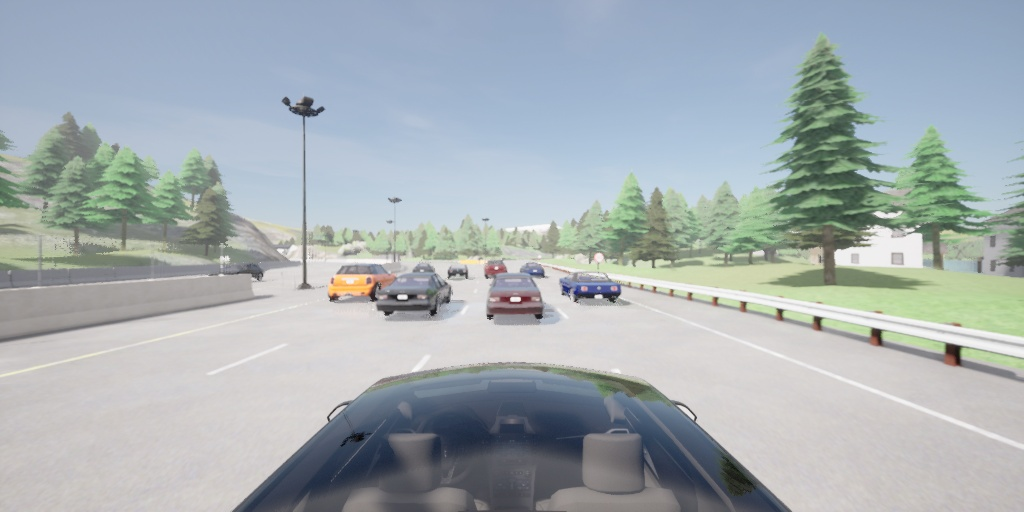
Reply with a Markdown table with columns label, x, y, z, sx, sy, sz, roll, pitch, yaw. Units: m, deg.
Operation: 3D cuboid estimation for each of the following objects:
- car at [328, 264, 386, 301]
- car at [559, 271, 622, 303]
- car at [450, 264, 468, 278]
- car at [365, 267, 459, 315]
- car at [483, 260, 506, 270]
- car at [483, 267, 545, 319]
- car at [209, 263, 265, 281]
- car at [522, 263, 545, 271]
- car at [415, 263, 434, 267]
| label | x | y | z | sx | sy | sz | roll | pitch | yaw |
| --- | --- | --- | --- | --- | --- | --- | --- | --- | --- |
| car | -7.184 | 1.151 | 17.815 | 2.097 | 1.767 | 4.553 | 0 | 0 | -3 |
| car | 3.402 | 1.349 | 16.623 | 1.895 | 1.301 | 4.718 | 0 | 0 | -2 |
| car | -5.110 | 1.405 | 34.254 | 1.895 | 1.301 | 4.718 | 0 | 0 | -7 |
| car | -3.480 | 1.325 | 13.650 | 2.033 | 1.411 | 5.357 | 0 | 0 | -2 |
| car | -1.663 | 1.140 | 34.647 | 2.097 | 1.767 | 4.553 | 0 | 0 | -7 |
| car | 0.041 | 1.308 | 12.931 | 2.033 | 1.411 | 5.357 | 0 | 0 | -1 |
| car | -22.140 | 1.297 | 29.082 | 1.837 | 1.490 | 4.892 | 0 | 0 | -6 |
| car | 1.903 | 1.336 | 34.808 | 1.994 | 1.385 | 4.181 | 0 | 0 | -6 |
| car | -9.027 | 1.389 | 36.884 | 1.994 | 1.385 | 4.181 | 0 | 0 | -8 |
